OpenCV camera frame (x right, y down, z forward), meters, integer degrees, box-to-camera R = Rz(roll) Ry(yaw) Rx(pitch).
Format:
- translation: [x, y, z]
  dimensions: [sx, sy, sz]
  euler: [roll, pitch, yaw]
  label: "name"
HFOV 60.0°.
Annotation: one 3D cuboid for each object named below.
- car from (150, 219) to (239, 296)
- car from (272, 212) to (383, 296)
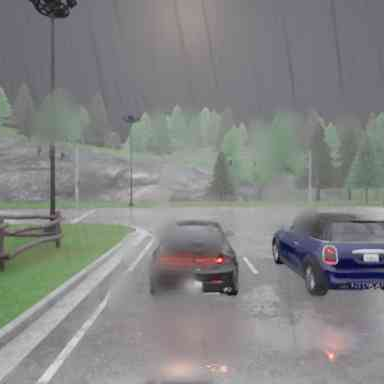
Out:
- translation: [0.055, 1.464, 8.535]
  dimensions: [1.837, 1.490, 4.892]
  euler: [0, 0, 0]
  label: "car"
- translation: [3.556, 1.310, 8.698]
  dimensions: [2.097, 1.767, 4.553]
  euler: [0, 0, 0]
  label: "car"
